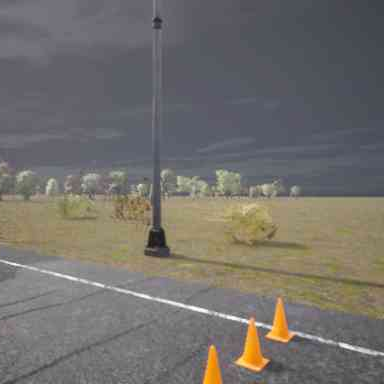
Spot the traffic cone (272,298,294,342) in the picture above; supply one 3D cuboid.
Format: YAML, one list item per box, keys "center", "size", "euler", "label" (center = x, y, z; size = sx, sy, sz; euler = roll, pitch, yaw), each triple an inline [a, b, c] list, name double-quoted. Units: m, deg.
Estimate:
- center: [1.381, 1.979, 5.245]
  size: [0.340, 0.580, 0.340]
  euler: [0, 0, 35]
  label: "traffic cone"

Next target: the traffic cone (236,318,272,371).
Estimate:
- center: [0.800, 1.975, 4.431]
  size: [0.340, 0.580, 0.340]
  euler: [0, 0, 35]
  label: "traffic cone"

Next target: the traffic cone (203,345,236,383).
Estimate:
- center: [0.220, 1.971, 3.617]
  size: [0.340, 0.580, 0.340]
  euler: [0, 0, 35]
  label: "traffic cone"
